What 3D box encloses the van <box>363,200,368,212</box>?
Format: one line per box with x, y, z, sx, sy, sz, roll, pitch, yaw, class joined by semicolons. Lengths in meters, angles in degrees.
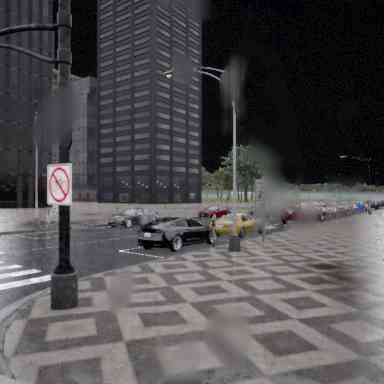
25.646;2.289;51.644;1.690;1.788;3.998;-1;-2;35;van

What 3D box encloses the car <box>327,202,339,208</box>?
31.809;2.891;74.974;1.802;1.307;4.206;-1;-2;35;car

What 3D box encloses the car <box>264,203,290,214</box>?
12.156;2.305;47.399;2.008;1.369;4.403;-1;-2;35;car

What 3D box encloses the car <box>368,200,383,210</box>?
35.473;2.539;65.433;2.192;1.841;5.009;-1;-2;35;car

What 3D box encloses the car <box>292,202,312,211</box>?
18.707;2.494;56.591;2.008;1.369;4.403;-1;-2;35;car

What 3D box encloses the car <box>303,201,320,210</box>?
21.982;2.476;61.189;1.967;1.590;4.097;-1;-2;35;car

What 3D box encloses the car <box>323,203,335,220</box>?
12.544;2.114;33.255;1.887;1.381;4.507;-1;-2;35;car

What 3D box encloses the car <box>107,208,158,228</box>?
-4.219;1.842;24.421;2.008;1.369;4.403;-1;-1;35;car

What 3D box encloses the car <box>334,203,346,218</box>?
15.823;2.246;37.856;1.802;1.307;4.206;-1;-2;36;car

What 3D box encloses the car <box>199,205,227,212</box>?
2.331;2.016;33.613;1.887;1.381;4.507;-1;-2;35;car

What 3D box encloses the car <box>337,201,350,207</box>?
38.360;3.037;84.166;2.008;1.369;4.403;-1;-1;35;car

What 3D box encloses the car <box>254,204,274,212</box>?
8.881;2.210;42.804;2.008;1.369;4.403;-1;-2;35;car

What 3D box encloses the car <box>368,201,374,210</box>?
28.922;2.592;56.235;2.008;1.369;4.403;-1;-2;35;car

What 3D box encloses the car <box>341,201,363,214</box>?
22.370;2.294;47.046;1.967;1.590;4.097;-1;-2;35;car

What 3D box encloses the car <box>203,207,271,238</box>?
2.816;1.824;19.606;1.752;1.417;4.829;-1;-2;35;car

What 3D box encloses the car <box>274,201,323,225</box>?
9.268;1.791;28.665;2.192;1.841;5.009;-1;-2;35;car

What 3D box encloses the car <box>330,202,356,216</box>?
19.095;2.304;42.447;1.887;1.381;4.507;-1;-2;35;car

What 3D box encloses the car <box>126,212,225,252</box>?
-0.557;1.775;14.872;1.947;1.339;4.313;-1;-2;35;car

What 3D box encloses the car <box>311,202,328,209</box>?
25.258;2.673;65.783;1.887;1.381;4.507;-1;-2;35;car
